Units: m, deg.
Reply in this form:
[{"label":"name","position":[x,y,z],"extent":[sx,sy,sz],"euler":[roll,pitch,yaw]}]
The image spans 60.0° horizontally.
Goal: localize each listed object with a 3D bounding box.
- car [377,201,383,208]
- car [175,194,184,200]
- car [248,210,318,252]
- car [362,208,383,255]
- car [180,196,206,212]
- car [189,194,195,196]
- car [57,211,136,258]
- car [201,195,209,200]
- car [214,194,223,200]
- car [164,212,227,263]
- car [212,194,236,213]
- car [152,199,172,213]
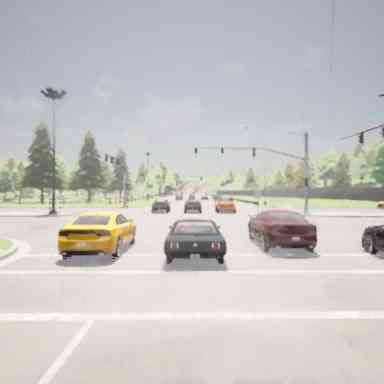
[{"label":"car","position":[26.393,1.468,42.560],"extent":[5.008,1.535,1.882],"euler":[0,0,1]},{"label":"car","position":[-3.501,1.510,88.700],"extent":[2.033,1.411,5.357],"euler":[0,0,0]},{"label":"car","position":[3.599,1.475,13.986],"extent":[1.882,1.535,5.008],"euler":[0,0,0]},{"label":"car","position":[7.212,1.490,10.488],"extent":[2.128,1.511,4.902],"euler":[0,0,2]},{"label":"car","position":[0.100,1.483,37.504],"extent":[2.128,1.511,4.902],"euler":[0,0,0]},{"label":"car","position":[-0.001,1.495,88.701],"extent":[2.128,1.511,4.902],"euler":[0,0,0]},{"label":"car","position":[-3.403,1.475,12.725],"extent":[1.882,1.535,5.008],"euler":[0,0,0]},{"label":"car","position":[3.499,1.568,89.147],"extent":[1.895,1.301,4.718],"euler":[0,0,0]},{"label":"car","position":[6.999,1.328,89.087],"extent":[2.097,1.767,4.553],"euler":[0,0,0]},{"label":"car","position":[0.097,1.598,11.931],"extent":[1.895,1.301,4.718],"euler":[0,0,0]},{"label":"car","position":[3.599,1.344,37.244],"extent":[2.097,1.767,4.553],"euler":[0,0,0]},{"label":"car","position":[-3.400,1.483,37.498],"extent":[2.128,1.511,4.902],"euler":[0,0,0]}]
